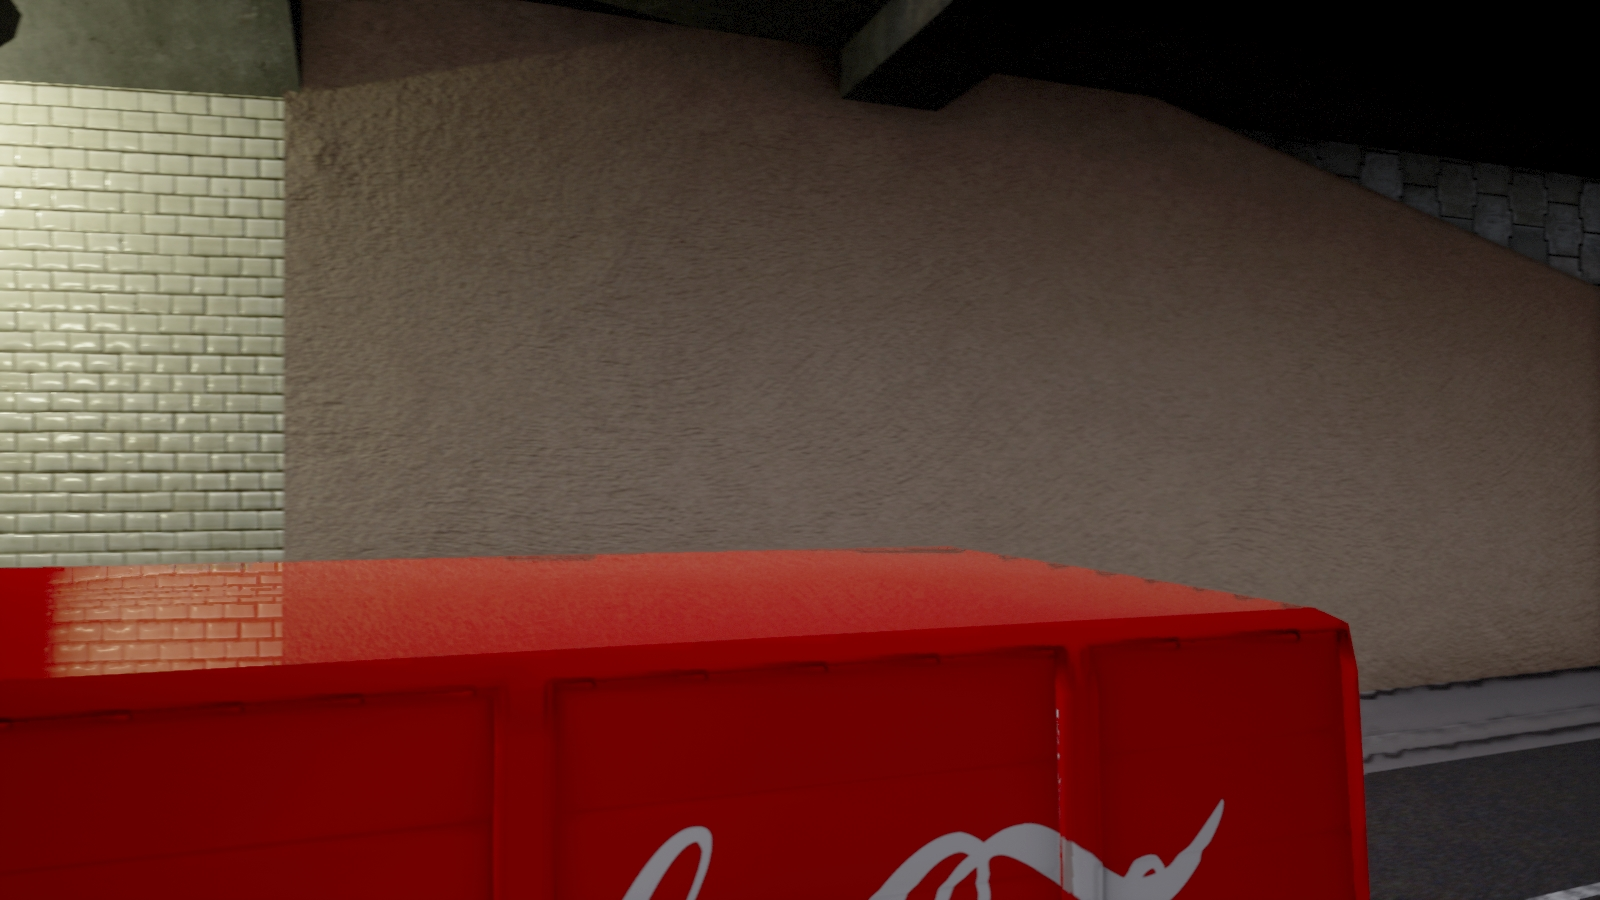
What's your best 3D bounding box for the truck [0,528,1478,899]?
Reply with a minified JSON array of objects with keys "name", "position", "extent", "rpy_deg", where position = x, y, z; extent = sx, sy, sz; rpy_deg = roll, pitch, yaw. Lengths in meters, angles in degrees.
[{"name":"truck","position":[-1.452,1.569,2.755],"extent":[5.204,2.467,2.627],"rpy_deg":[0,0,-20]}]
